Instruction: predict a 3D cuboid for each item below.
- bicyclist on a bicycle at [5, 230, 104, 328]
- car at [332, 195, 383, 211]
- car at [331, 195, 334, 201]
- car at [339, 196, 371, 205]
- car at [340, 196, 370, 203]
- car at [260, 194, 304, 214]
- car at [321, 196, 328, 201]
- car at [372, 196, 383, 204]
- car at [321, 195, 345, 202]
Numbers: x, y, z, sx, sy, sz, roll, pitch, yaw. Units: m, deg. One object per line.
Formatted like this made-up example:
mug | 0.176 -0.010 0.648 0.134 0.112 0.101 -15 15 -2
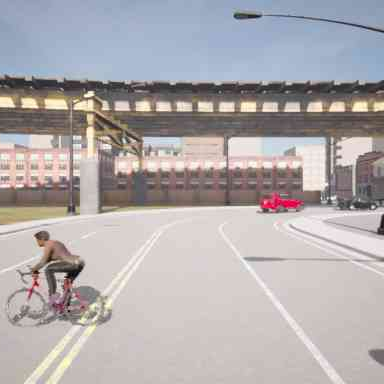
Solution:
bicyclist on a bicycle | -2.288 1.455 5.508 1.656 1.620 0.582 -2 0 0
car | 20.201 1.491 40.573 4.902 1.511 2.128 0 0 -11
car | 33.333 1.295 78.862 1.853 1.218 4.536 0 0 -34
car | 28.961 1.453 59.277 2.038 1.542 4.974 0 0 -29
car | 28.935 1.295 59.322 1.853 1.218 4.536 0 0 -29
car | 9.820 1.221 36.247 5.566 2.045 2.150 0 0 -36
car | 29.261 1.295 78.105 4.536 1.218 1.853 0 0 -39
car | 32.039 1.295 57.175 1.853 1.218 4.536 0 0 31
car | 33.304 1.453 78.905 2.038 1.542 4.974 0 0 -34
